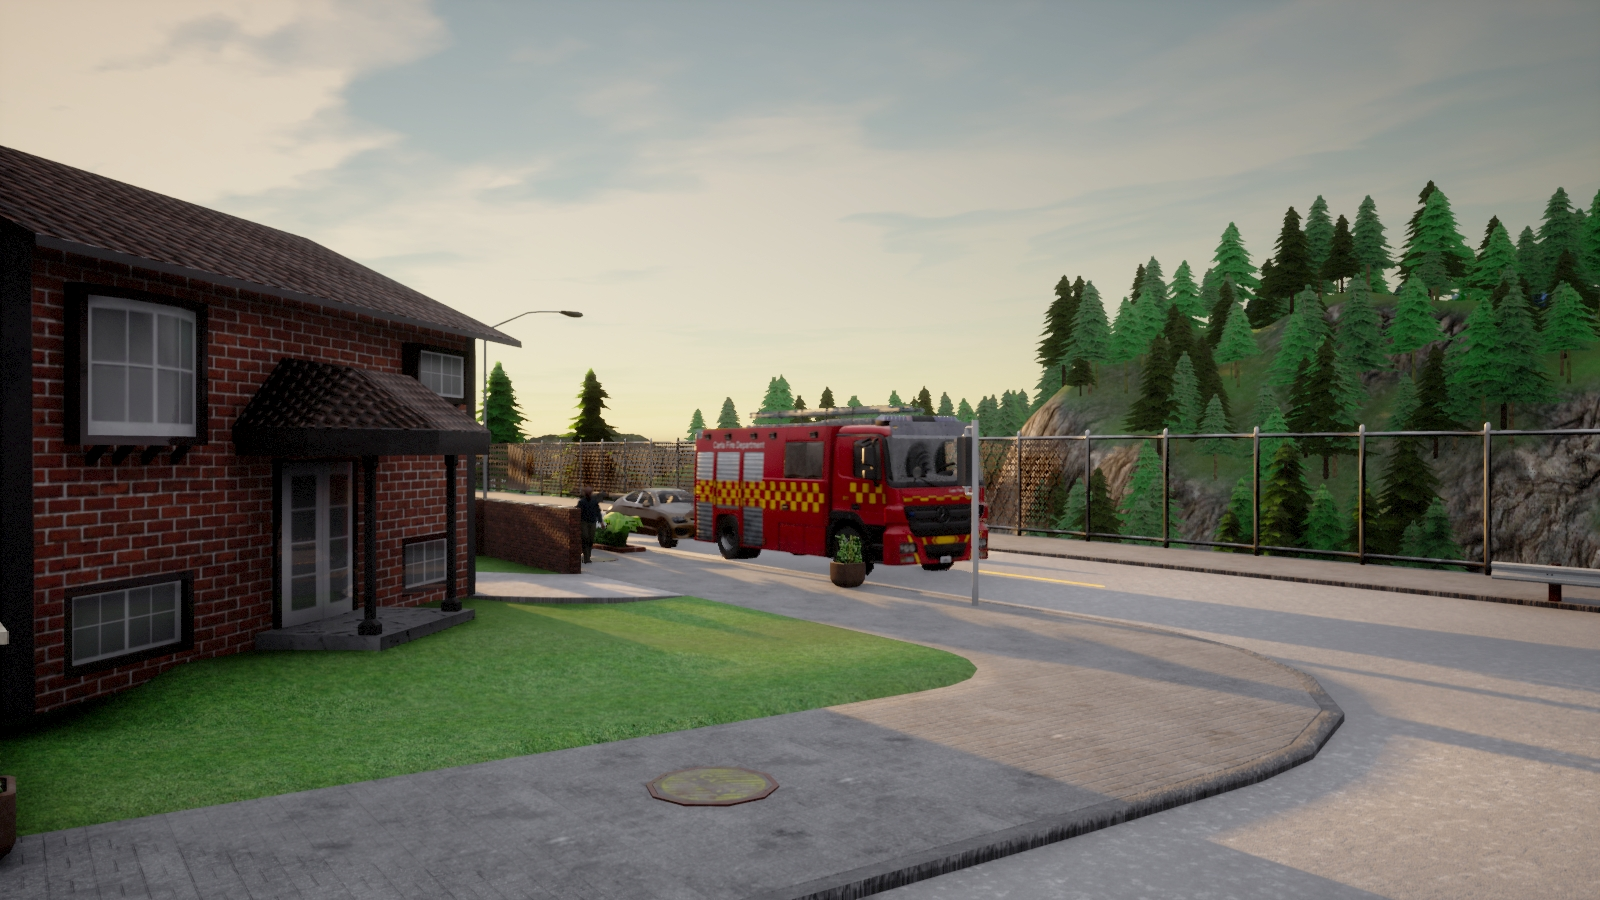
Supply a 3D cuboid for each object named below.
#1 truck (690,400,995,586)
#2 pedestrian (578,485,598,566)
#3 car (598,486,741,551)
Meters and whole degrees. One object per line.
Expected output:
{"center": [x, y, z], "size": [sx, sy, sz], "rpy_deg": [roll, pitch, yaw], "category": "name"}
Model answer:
{"center": [0.686, 0.891, 27.846], "size": [2.891, 3.827, 8.468], "rpy_deg": [0, 0, -35], "category": "truck"}
{"center": [-4.949, 1.745, 26.641], "size": [0.375, 1.860, 0.375], "rpy_deg": [0, 0, -27], "category": "pedestrian"}
{"center": [-4.032, 1.992, 34.599], "size": [2.152, 1.651, 5.027], "rpy_deg": [0, 0, -35], "category": "car"}
